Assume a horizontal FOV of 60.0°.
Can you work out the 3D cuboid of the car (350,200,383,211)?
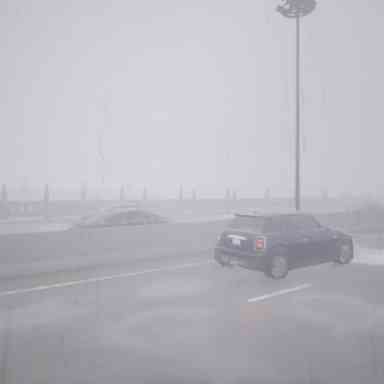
[{"bbox_3d":[17.304,1.530,33.500,4.902,1.511,2.128,0,0,-35],"label":"car"}]

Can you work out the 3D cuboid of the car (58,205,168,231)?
[{"bbox_3d":[-3.288,1.507,14.544,4.892,1.490,1.837,0,0,-35],"label":"car"}]

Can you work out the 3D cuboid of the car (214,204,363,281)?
[{"bbox_3d":[2.921,1.355,10.132,4.553,1.767,2.097,0,0,-36],"label":"car"}]

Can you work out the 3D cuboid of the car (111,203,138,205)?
[{"bbox_3d":[-4.858,1.507,22.022,4.892,1.490,1.837,0,0,-35],"label":"car"}]
